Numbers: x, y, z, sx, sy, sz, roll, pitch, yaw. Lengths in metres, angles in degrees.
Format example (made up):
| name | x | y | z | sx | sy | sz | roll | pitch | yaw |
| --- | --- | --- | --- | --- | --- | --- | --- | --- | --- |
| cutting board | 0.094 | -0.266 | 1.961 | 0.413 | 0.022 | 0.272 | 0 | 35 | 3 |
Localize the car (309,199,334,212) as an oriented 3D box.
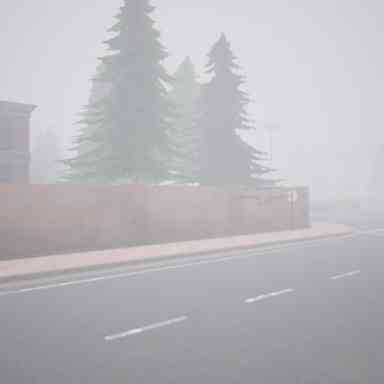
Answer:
| name | x | y | z | sx | sy | sz | roll | pitch | yaw |
| --- | --- | --- | --- | --- | --- | --- | --- | --- | --- |
| car | 13.535 | 1.524 | 38.465 | 2.033 | 1.411 | 5.357 | 0 | 0 | -35 |
